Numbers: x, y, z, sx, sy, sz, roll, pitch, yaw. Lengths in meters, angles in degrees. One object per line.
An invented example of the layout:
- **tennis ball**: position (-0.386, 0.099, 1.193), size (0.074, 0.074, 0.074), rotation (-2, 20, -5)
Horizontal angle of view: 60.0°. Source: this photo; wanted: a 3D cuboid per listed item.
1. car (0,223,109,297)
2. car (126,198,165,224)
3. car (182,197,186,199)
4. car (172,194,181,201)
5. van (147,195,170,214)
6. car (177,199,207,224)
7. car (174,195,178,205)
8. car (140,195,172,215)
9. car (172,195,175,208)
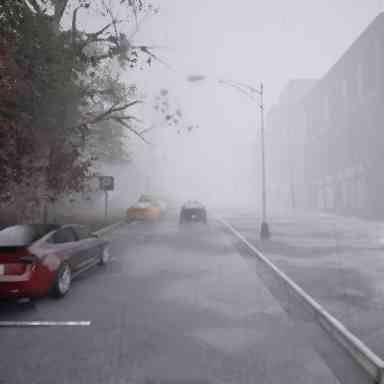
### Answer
- **car**: position (-3.652, 1.525, 8.639), size (2.163, 1.488, 4.792), rotation (0, 0, 2)
- **car**: position (-3.652, 1.515, 25.317), size (2.097, 1.535, 5.008), rotation (0, 0, 2)
- **car**: position (0.102, 1.604, 42.313), size (2.033, 1.411, 5.357), rotation (0, 0, 0)
- **car**: position (-3.652, 1.443, 58.714), size (2.185, 1.767, 4.553), rotation (0, 0, 2)
- **van**: position (-3.648, 1.302, 36.580), size (1.878, 1.987, 4.442), rotation (0, 0, 2)
- **car**: position (0.101, 1.512, 24.905), size (1.882, 1.535, 5.008), rotation (0, 0, 0)
- **car**: position (-3.651, 1.545, 47.598), size (2.097, 1.535, 5.008), rotation (0, 0, 2)
- **car**: position (-3.652, 1.270, 30.922), size (2.435, 2.045, 5.566), rotation (0, 0, 2)
- **car**: position (-3.644, 1.533, 42.219), size (1.946, 1.575, 5.366), rotation (0, 0, 2)
